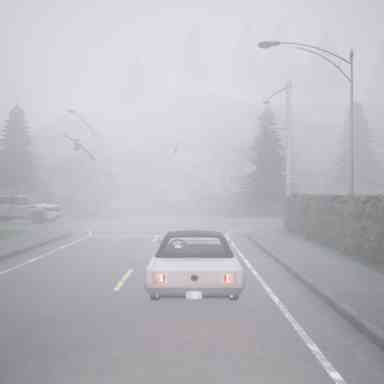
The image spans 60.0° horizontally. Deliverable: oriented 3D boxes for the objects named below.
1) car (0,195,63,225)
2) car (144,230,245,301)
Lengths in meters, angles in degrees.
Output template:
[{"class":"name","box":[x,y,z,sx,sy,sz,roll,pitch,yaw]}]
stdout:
[{"class":"car","box":[-12.234,1.220,23.759,5.566,2.045,2.150,0,0,1]},{"class":"car","box":[0.062,1.600,8.309,1.895,1.301,4.718,0,0,0]}]
